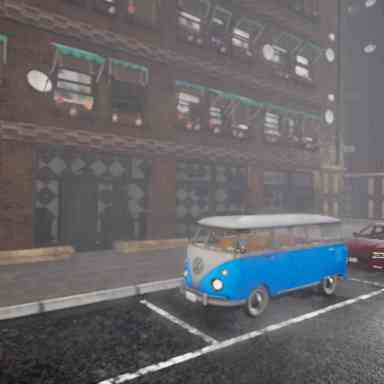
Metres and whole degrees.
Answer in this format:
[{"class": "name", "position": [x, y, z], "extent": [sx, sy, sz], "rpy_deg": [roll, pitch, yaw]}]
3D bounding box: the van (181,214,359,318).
[{"class": "van", "position": [1.705, 1.397, 7.262], "extent": [3.998, 1.788, 1.690], "rpy_deg": [1, 0, -35]}]

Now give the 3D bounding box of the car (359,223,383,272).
[{"class": "car", "position": [6.318, 1.659, 10.557], "extent": [4.507, 1.381, 1.887], "rpy_deg": [1, 0, -35]}]
